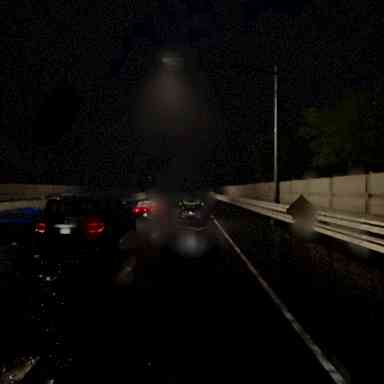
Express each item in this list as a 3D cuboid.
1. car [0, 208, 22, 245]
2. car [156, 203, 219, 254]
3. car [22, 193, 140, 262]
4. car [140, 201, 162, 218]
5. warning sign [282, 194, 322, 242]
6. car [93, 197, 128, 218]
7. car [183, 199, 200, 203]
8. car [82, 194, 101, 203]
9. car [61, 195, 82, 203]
[{"bbox_3d":[-6.990,1.388,14.368,1.882,1.535,5.008,0,1,0],"label":"car"},{"bbox_3d":[0.004,1.411,13.123,2.128,1.511,4.902,0,0,0],"label":"car"},{"bbox_3d":[-3.503,1.149,11.927,2.150,2.045,5.566,0,1,0],"label":"car"},{"bbox_3d":[-3.544,1.430,27.475,1.895,1.301,4.718,0,0,0],"label":"car"},{"bbox_3d":[4.502,1.031,13.678,1.300,1.860,1.060,0,0,0],"label":"warning sign"},{"bbox_3d":[-7.034,1.295,29.298,1.882,1.535,5.008,0,1,0],"label":"car"},{"bbox_3d":[-0.040,1.331,28.140,1.837,1.490,4.892,0,1,0],"label":"car"},{"bbox_3d":[-17.714,1.135,59.017,1.837,1.490,4.892,0,0,0],"label":"car"},{"bbox_3d":[-21.201,1.233,58.842,1.895,1.301,4.718,0,0,0],"label":"car"}]
